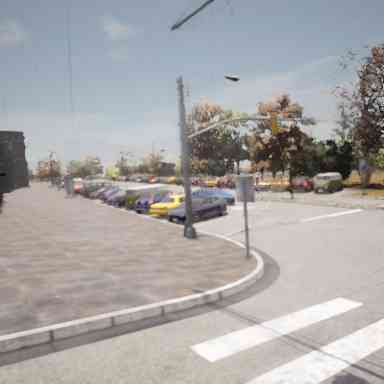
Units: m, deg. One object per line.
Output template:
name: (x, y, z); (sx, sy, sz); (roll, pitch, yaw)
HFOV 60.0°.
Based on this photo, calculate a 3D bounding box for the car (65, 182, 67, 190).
car: (-20.344, -0.897, 61.968); (2.231, 1.521, 4.892); (1, 7, 45)

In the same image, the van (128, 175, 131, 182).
van: (-14.791, -3.809, 93.095); (4.442, 1.987, 1.878); (-6, 6, -44)

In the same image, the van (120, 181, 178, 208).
van: (-3.776, 0.399, 29.807); (1.878, 1.987, 4.442); (0, 6, 41)

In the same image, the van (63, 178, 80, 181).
van: (-24.086, -1.548, 70.228); (4.442, 1.987, 1.878); (-9, 6, -44)

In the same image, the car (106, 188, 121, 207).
car: (-5.304, 0.518, 32.373); (2.231, 1.521, 4.892); (0, 6, 41)

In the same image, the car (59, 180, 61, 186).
car: (-27.889, -1.730, 78.375); (5.008, 1.535, 2.097); (-9, 6, -44)

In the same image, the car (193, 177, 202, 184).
car: (3.008, -1.823, 55.641); (2.185, 1.767, 4.553); (2, 6, 43)

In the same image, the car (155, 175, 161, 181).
car: (-4.840, -2.610, 71.555); (4.553, 1.767, 2.185); (-6, 5, -45)

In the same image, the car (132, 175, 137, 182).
car: (-12.372, -3.304, 87.648); (5.366, 1.575, 1.946); (-7, 6, -44)

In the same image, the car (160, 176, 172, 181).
car: (-3.556, -2.351, 68.902); (2.097, 1.535, 5.008); (1, 5, 45)

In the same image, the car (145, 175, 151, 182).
car: (-7.439, -2.749, 76.831); (5.366, 1.575, 1.946); (-7, 6, -44)

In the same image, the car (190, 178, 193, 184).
car: (1.645, -1.824, 58.267); (2.097, 1.535, 5.008); (1, 5, 44)

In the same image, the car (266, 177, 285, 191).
car: (11.468, -0.975, 40.108); (1.946, 1.575, 5.366); (1, 5, 41)

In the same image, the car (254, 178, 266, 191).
car: (9.797, -1.065, 42.417); (1.946, 1.575, 5.366); (1, 6, 42)

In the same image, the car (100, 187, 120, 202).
car: (-6.738, 0.435, 35.028); (2.002, 1.452, 4.674); (1, 6, 41)

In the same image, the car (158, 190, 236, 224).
car: (0.475, 1.034, 21.822); (2.163, 1.488, 4.792); (0, 6, 40)

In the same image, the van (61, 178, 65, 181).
van: (-26.581, -1.827, 75.705); (4.442, 1.987, 1.878); (-9, 6, -44)

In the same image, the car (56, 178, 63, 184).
car: (-29.159, -2.117, 81.067); (5.566, 2.045, 2.435); (-9, 7, -44)

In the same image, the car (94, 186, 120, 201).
car: (-8.178, 0.313, 37.685); (2.002, 1.452, 4.674); (0, 6, 42)

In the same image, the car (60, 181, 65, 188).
car: (-23.023, -1.155, 67.292); (5.366, 1.575, 1.946); (-9, 7, -44)

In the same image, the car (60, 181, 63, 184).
car: (-25.418, -1.417, 72.880); (4.792, 1.488, 2.163); (-9, 7, -44)

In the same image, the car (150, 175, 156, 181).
car: (-6.071, -2.622, 74.269); (4.892, 1.521, 2.231); (-7, 5, -44)

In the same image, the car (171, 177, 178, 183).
car: (-0.957, -2.059, 63.601); (2.163, 1.488, 4.792); (1, 5, 44)

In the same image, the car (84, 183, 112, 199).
car: (-10.989, 0.063, 43.022); (2.002, 1.452, 4.674); (1, 7, 42)

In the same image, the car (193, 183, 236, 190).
car: (1.857, 0.363, 29.357); (1.882, 1.535, 5.008); (-6, 6, -29)

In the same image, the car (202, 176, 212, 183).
car: (4.467, -1.587, 53.137); (1.946, 1.575, 5.366); (1, 5, 43)

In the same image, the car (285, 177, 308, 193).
car: (12.764, -0.962, 37.354); (2.185, 1.767, 4.553); (1, 5, 41)

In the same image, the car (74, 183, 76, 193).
car: (-16.433, -0.494, 53.798); (2.097, 1.535, 5.008); (1, 7, 44)

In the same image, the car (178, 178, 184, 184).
car: (0.312, -1.922, 60.891); (2.163, 1.488, 4.792); (2, 6, 44)

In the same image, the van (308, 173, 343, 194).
van: (14.171, -0.939, 34.709); (1.878, 1.987, 4.442); (1, 5, 41)

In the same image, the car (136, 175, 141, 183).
car: (-10.990, -3.150, 85.098); (4.792, 1.488, 2.163); (-6, 5, -44)

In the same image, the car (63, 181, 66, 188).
car: (-21.641, -1.033, 64.691); (2.097, 1.535, 5.008); (0, 6, 45)

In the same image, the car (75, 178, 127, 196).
car: (-12.383, -0.357, 45.706); (2.435, 2.045, 5.566); (0, 6, 43)

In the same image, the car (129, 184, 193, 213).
car: (-2.384, 0.632, 27.073); (2.185, 1.767, 4.553); (0, 6, 40)

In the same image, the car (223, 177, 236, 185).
car: (7.096, -1.280, 47.764); (2.002, 1.452, 4.674); (1, 5, 42)

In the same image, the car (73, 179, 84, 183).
car: (-19.051, -0.888, 59.236); (2.185, 1.767, 4.553); (1, 7, 44)

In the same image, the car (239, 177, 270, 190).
car: (8.498, -1.158, 45.159); (2.002, 1.452, 4.674); (1, 5, 42)

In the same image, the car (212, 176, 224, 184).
car: (5.685, -1.567, 50.347); (2.185, 1.767, 4.553); (1, 5, 43)

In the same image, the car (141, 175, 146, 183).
car: (-8.541, -3.152, 79.667); (5.566, 2.045, 2.435); (-6, 5, -44)

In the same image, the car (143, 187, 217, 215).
car: (-0.740, 0.847, 24.625); (1.946, 1.575, 5.366); (0, 6, 40)
